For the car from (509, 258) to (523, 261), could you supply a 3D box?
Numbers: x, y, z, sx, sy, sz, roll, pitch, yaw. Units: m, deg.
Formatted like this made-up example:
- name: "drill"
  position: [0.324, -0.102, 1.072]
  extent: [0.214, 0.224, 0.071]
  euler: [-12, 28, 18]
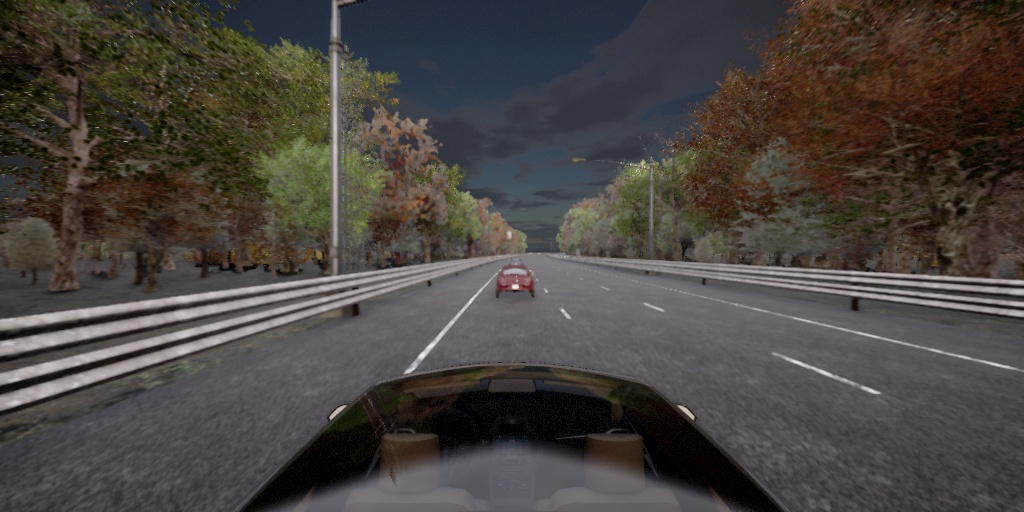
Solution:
- name: "car"
  position: [0.543, 0.929, 47.957]
  extent: [1.994, 1.385, 4.181]
  euler: [0, 1, 2]

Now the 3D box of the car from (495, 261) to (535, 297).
- name: "car"
  position: [0.156, 1.143, 17.803]
  extent: [1.812, 1.442, 4.674]
  euler: [0, 0, 0]
